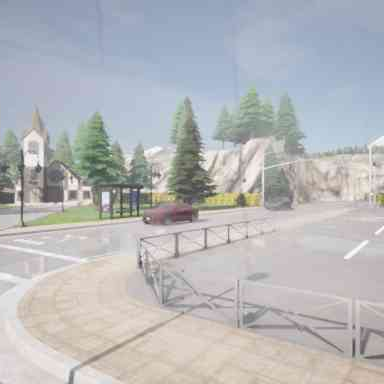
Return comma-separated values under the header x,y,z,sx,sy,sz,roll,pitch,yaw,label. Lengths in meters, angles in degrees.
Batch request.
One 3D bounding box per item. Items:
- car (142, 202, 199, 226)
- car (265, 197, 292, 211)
x,y,z,sx,sy,sz,roll,pitch,yaw,label
-1.441,1.497,23.827,1.882,1.535,5.008,0,0,35,car
10.742,1.371,41.201,2.097,1.767,4.553,0,0,35,car
